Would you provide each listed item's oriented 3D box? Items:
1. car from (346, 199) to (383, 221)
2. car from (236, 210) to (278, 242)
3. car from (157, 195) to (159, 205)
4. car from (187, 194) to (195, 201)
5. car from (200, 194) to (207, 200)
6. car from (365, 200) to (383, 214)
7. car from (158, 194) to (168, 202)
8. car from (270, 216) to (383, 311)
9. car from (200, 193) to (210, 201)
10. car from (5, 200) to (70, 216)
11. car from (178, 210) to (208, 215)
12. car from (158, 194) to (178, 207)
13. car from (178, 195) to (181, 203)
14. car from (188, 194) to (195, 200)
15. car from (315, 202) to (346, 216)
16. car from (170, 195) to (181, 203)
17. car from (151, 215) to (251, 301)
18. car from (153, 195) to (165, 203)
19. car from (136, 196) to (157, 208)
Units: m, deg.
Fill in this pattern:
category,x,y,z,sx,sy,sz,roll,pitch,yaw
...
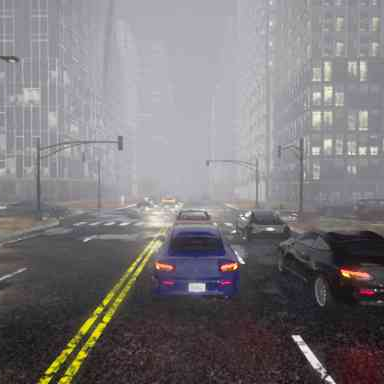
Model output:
category,x,y,z,sx,sy,sz,roll,pitch,yaw
car,16.143,1.519,27.942,5.009,1.841,2.192,1,0,1
car,3.320,1.555,16.190,1.994,1.385,4.181,0,0,-1
car,-6.703,1.460,57.583,1.837,1.490,4.892,0,0,0
car,-0.168,1.514,79.142,1.895,1.301,4.718,0,0,0
car,3.061,1.337,89.151,1.895,1.301,4.718,0,0,0
car,21.734,1.643,36.240,4.829,1.417,1.752,1,0,1
car,-6.664,1.285,76.862,2.097,1.767,4.553,0,0,0
car,3.336,1.522,7.621,1.812,1.442,4.674,0,0,0
car,3.084,1.143,78.733,2.150,2.045,5.566,0,0,0
car,-14.388,1.435,31.100,5.357,1.411,2.033,0,1,-1
car,0.066,1.591,17.350,1.895,1.301,4.718,0,0,0
car,-3.447,1.442,49.245,1.882,1.535,5.008,0,0,0
car,-3.452,1.554,58.624,1.895,1.301,4.718,0,0,0
car,-0.190,1.267,89.114,1.812,1.442,4.674,0,0,0
car,15.030,1.702,33.729,4.718,1.301,1.895,0,1,1
car,-3.398,1.418,69.151,1.882,1.535,5.008,0,0,0
car,0.084,1.522,8.184,1.812,1.442,4.674,0,0,0
car,-6.666,1.448,66.937,1.837,1.490,4.892,0,0,0
car,-6.699,1.513,47.845,2.033,1.411,5.357,0,0,0
